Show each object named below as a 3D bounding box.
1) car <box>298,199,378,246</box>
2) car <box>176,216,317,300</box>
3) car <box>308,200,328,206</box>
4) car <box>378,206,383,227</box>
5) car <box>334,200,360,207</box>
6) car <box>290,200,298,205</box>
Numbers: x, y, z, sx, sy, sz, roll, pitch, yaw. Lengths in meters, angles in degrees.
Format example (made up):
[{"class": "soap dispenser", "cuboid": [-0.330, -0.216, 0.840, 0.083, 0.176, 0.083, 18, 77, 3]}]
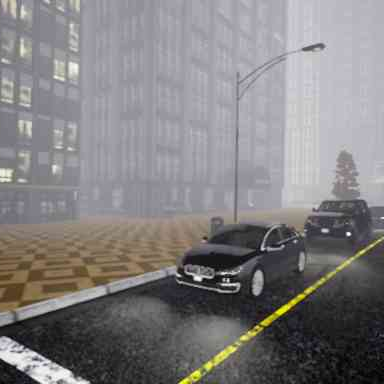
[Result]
[{"class": "car", "cuboid": [7.515, 1.371, 16.753, 2.150, 2.045, 5.566, 1, 0, 38]}, {"class": "car", "cuboid": [1.563, 1.559, 8.821, 1.837, 1.490, 4.892, 1, 0, 36]}, {"class": "car", "cuboid": [31.375, 2.636, 82.770, 1.947, 1.339, 4.313, 0, -1, -39]}, {"class": "car", "cuboid": [13.786, 1.770, 24.754, 1.812, 1.442, 4.674, 1, 0, 39]}, {"class": "car", "cuboid": [31.934, 2.360, 68.755, 2.008, 1.369, 4.403, 0, -1, -39]}, {"class": "car", "cuboid": [27.838, 2.707, 87.144, 1.947, 1.339, 4.313, 0, -1, -39]}]
